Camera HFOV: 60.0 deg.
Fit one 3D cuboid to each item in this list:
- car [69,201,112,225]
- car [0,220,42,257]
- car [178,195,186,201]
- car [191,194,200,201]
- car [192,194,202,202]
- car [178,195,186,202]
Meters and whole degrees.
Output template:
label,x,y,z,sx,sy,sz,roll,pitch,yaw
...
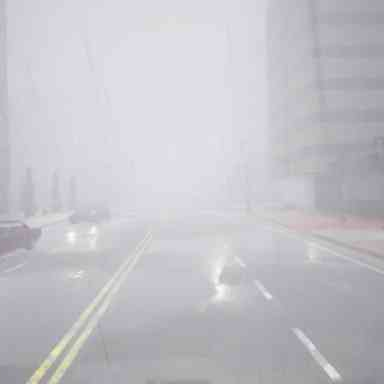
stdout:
label,x,y,z,sx,sy,sz,roll,pitch,yaw
car,-7.789,1.511,25.765,2.097,1.767,4.553,-1,0,1
car,-7.417,1.756,12.322,1.895,1.301,4.718,-1,0,-2
car,-2.656,1.533,85.848,1.895,1.301,4.718,-1,0,-2
car,0.841,1.387,85.930,2.128,1.511,4.902,-1,0,-2
car,1.173,1.430,75.498,1.837,1.490,4.892,-1,0,-2
car,-2.323,1.550,75.379,2.033,1.411,5.357,-1,0,-2
